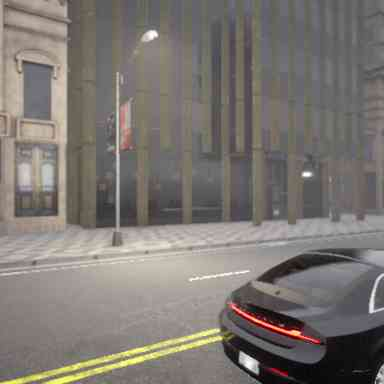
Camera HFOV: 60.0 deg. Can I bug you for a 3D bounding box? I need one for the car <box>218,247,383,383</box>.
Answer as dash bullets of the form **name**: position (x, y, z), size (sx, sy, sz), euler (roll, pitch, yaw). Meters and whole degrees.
- **car**: position (2.655, 1.586, 4.814), size (4.892, 1.490, 1.837), euler (1, -1, -32)
